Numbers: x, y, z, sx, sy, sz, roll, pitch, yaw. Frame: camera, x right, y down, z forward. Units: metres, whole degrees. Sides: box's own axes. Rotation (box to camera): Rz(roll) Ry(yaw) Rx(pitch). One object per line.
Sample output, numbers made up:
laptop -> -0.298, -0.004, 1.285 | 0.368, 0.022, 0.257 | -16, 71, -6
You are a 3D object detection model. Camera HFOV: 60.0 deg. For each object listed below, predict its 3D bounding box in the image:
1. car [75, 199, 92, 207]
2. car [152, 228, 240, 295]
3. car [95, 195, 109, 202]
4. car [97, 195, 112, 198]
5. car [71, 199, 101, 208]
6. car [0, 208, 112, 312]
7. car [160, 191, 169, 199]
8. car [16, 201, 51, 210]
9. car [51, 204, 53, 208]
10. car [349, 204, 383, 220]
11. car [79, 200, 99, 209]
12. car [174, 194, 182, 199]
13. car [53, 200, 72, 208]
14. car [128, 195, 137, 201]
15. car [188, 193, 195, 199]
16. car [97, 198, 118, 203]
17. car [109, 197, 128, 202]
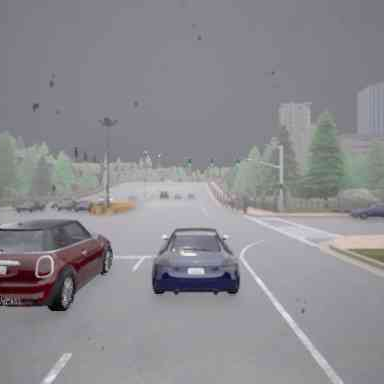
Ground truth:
car -> -21.021, 2.142, 64.691 | 1.895, 1.301, 4.718 | 0, 1, 0
car -> 0.091, 1.645, 8.945 | 1.994, 1.385, 4.181 | 0, -1, 0
car -> -21.090, 1.488, 78.258 | 1.837, 1.490, 4.892 | 0, 3, 0
car -> -17.535, 1.717, 67.571 | 2.150, 2.045, 5.566 | 0, 1, 0
car -> -14.081, 1.970, 44.441 | 1.994, 1.385, 4.181 | 0, -1, 0
car -> -3.415, 1.426, 8.020 | 2.097, 1.767, 4.553 | 0, -1, 0
car -> -7.130, 0.691, 86.005 | 2.150, 2.045, 5.566 | 0, 6, 0
car -> -21.081, 1.947, 43.794 | 2.033, 1.411, 5.357 | 0, -1, 0
car -> -21.065, 2.039, 53.890 | 2.033, 1.411, 5.357 | 0, 0, 0
car -> 17.102, 1.808, 30.933 | 4.674, 1.442, 1.812 | 0, -1, 0
car -> -17.558, 2.120, 56.896 | 1.895, 1.301, 4.718 | 0, -1, 0
car -> -3.628, 1.092, 85.746 | 1.895, 1.301, 4.718 | 0, 6, 0
car -> -17.577, 1.940, 47.644 | 1.837, 1.490, 4.892 | 0, -1, 0
car -> -14.090, 1.536, 78.187 | 2.033, 1.411, 5.357 | 0, 3, 0
car -> -0.129, 1.025, 85.834 | 2.033, 1.411, 5.357 | 0, 6, 0
car -> -14.071, 2.037, 53.684 | 2.033, 1.411, 5.357 | 0, -1, 0
car -> -14.039, 2.155, 62.795 | 1.895, 1.301, 4.718 | 0, 0, 0
